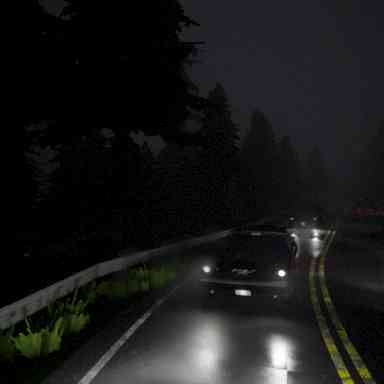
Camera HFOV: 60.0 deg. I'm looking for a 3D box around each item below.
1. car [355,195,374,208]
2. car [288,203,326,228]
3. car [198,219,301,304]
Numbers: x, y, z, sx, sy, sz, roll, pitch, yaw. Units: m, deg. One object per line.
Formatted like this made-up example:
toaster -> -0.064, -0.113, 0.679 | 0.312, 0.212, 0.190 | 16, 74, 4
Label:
car -> 20.868, 1.058, 40.148 | 2.128, 1.511, 4.902 | -2, 0, 28
car -> 7.641, 1.443, 21.745 | 2.033, 1.411, 5.357 | -2, 0, 27
car -> 1.657, 1.599, 8.436 | 1.895, 1.301, 4.718 | -1, 0, 18
